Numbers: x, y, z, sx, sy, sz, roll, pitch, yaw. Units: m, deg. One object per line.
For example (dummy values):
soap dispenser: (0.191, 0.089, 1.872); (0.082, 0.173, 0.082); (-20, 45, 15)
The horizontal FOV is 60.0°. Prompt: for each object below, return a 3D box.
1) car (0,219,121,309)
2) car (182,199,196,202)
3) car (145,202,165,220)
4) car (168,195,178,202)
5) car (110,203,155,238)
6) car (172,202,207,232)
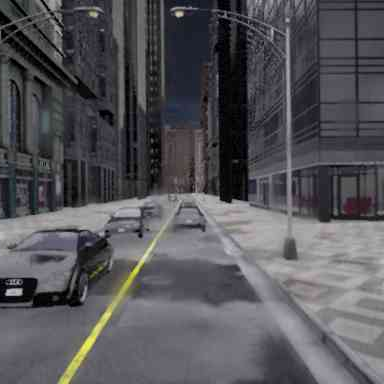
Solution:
car: (-3.184, 1.587, 7.889); (1.994, 1.385, 4.181); (-1, 0, -1)
car: (-0.437, 1.489, 40.999); (1.895, 1.301, 4.718); (-1, 0, -1)
car: (-3.402, 1.543, 27.866); (1.994, 1.385, 4.181); (-1, 0, 0)
car: (-3.893, 1.297, 67.054); (2.128, 1.511, 4.902); (-1, 0, -1)
car: (-3.311, 1.533, 17.869); (1.812, 1.442, 4.674); (-1, 0, 0)
car: (-0.160, 1.533, 19.995); (1.994, 1.385, 4.181); (-1, 0, 0)
